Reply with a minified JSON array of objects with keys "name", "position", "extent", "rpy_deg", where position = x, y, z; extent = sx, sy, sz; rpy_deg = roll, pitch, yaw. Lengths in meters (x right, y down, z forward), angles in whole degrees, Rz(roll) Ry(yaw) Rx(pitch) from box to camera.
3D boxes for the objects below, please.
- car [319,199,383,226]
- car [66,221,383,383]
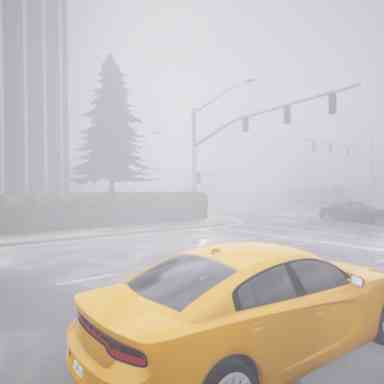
[{"name":"car","position":[10.112,1.229,19.936],"extent":[1.882,1.535,5.008],"rpy_deg":[-1,1,-35]},{"name":"car","position":[0.972,1.433,4.510],"extent":[5.008,1.535,1.882],"rpy_deg":[-1,1,-35]}]
